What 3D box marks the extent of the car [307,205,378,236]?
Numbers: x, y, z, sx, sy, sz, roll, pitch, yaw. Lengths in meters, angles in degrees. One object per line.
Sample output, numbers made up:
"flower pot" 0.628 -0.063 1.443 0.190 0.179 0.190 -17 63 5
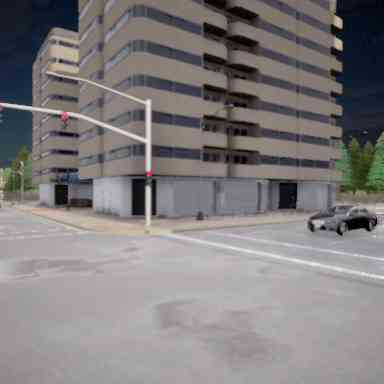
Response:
"car" 8.495 1.503 18.648 4.902 1.511 2.128 0 0 -35
